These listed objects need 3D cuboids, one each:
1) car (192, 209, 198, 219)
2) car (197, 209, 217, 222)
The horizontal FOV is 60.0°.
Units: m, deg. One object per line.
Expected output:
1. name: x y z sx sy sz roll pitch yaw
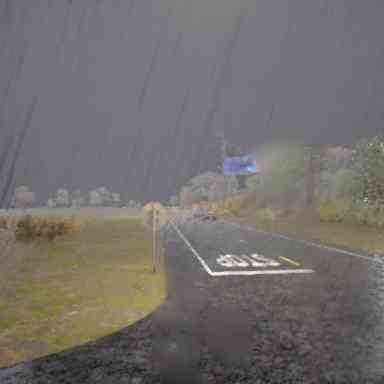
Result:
1. car: 1.275 3.672 57.302 2.097 1.767 4.553 0 -2 -6
2. car: 2.305 3.405 47.147 1.837 1.490 4.892 0 -2 -5
